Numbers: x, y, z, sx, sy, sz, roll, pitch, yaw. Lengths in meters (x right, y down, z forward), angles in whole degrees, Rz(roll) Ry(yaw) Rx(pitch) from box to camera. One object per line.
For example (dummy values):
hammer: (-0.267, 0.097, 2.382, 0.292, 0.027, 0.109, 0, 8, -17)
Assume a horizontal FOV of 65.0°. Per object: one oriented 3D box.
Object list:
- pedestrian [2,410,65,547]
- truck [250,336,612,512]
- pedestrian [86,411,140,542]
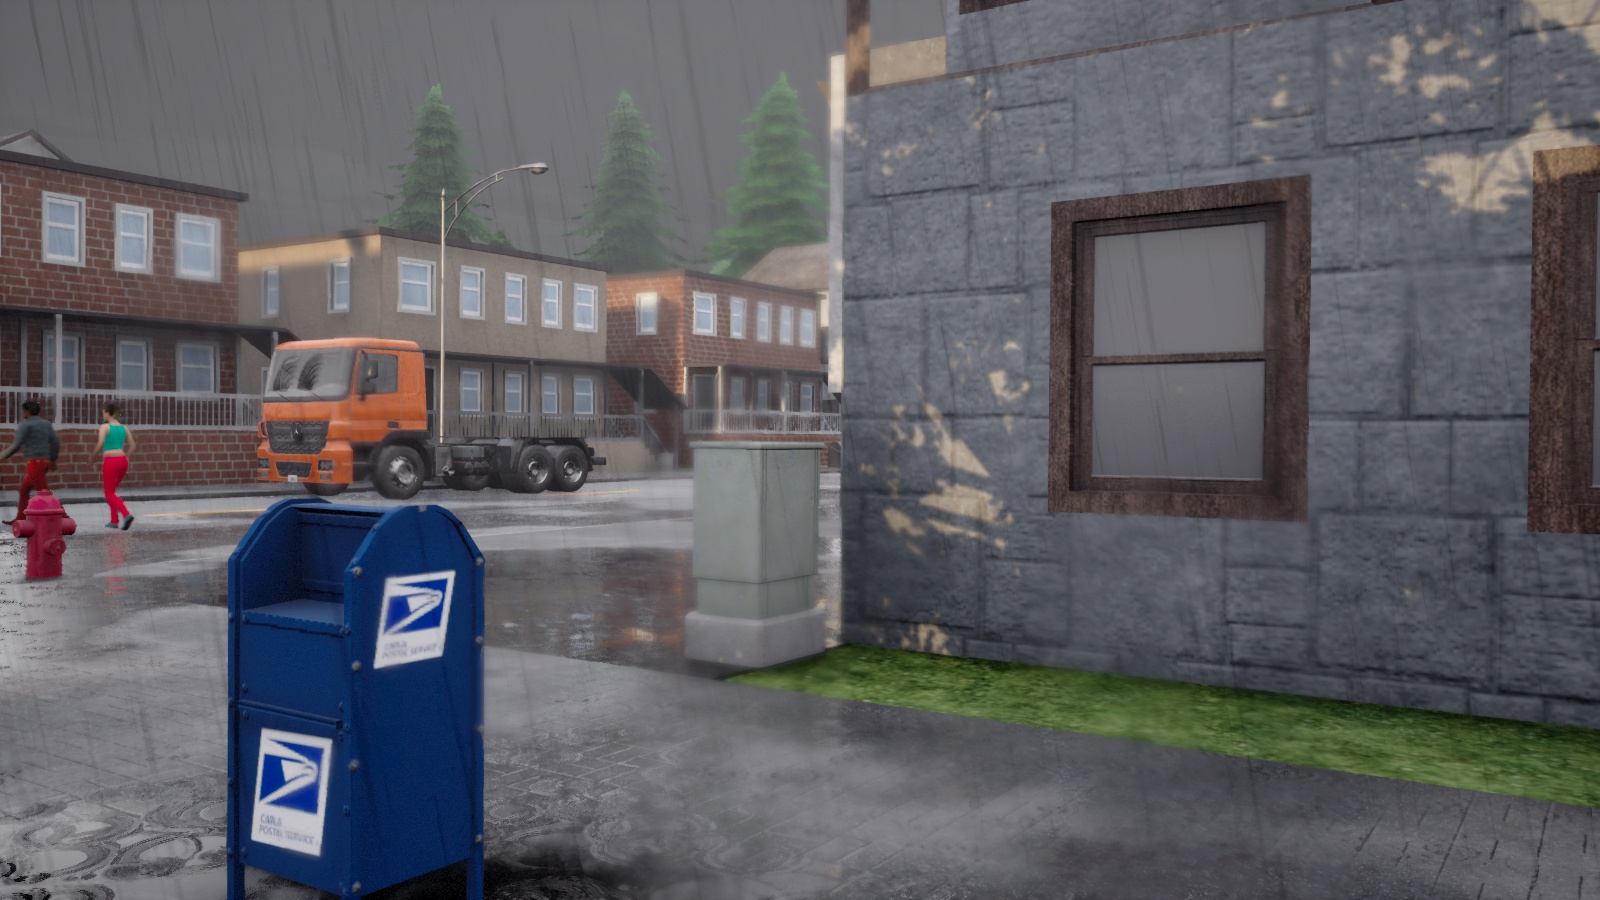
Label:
pedestrian: (-10.448, 0.382, 17.131, 0.614, 1.847, 0.353, 0, 1, 3)
truck: (-8.083, -0.570, 28.753, 2.891, 3.462, 7.936, 0, 1, 33)
pedestrian: (-9.805, 0.372, 17.918, 0.594, 1.836, 0.345, 0, 1, 20)
